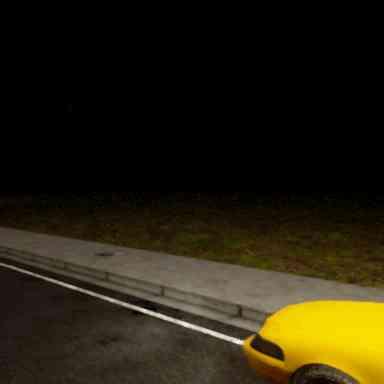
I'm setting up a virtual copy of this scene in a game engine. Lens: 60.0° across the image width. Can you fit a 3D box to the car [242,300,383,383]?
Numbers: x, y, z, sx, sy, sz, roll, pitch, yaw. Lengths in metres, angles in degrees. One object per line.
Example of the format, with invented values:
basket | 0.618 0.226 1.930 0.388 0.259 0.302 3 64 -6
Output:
car | 3.015 1.514 2.642 5.366 1.575 1.801 0 -1 39
